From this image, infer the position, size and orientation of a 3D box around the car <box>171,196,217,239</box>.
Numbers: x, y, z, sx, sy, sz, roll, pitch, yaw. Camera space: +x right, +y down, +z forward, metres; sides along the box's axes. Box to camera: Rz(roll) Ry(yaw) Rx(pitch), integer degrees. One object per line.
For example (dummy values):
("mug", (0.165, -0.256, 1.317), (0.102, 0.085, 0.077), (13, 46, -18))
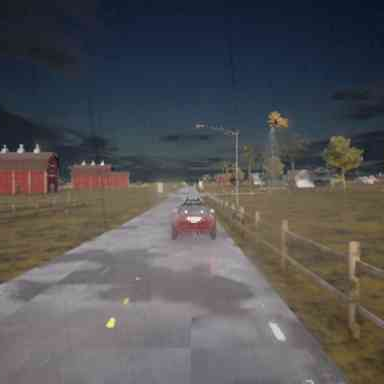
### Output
("car", (0.096, 1.307, 17.151), (2.097, 1.767, 4.553), (0, 0, 0))

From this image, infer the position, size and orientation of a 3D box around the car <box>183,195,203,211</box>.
("car", (0.093, 1.198, 37.383), (2.128, 1.511, 4.902), (0, 1, 0))
